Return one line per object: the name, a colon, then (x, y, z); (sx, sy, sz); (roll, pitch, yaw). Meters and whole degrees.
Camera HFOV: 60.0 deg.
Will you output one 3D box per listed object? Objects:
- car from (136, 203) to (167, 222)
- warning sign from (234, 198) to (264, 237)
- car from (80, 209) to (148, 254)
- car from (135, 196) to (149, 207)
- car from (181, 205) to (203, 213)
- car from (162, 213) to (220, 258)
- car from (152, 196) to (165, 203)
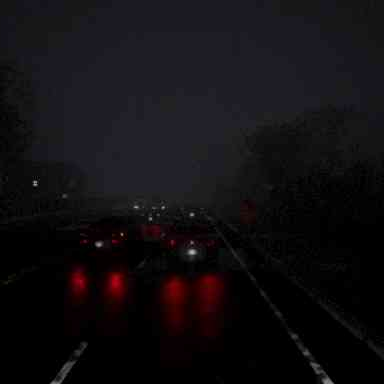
car: (-3.227, 1.844, 28.244); (1.895, 1.301, 4.718); (0, 0, 0)
warning sign: (2.884, 1.264, 16.936); (1.300, 1.860, 1.060); (2, 1, 0)
car: (-3.221, 1.647, 13.914); (1.812, 1.442, 4.674); (0, 0, 0)
car: (-9.752, 1.765, 65.245); (2.150, 2.045, 5.566); (0, 0, 0)
car: (0.027, 1.809, 28.550); (1.994, 1.385, 4.181); (0, 0, 1)
car: (0.022, 1.717, 13.231); (1.895, 1.301, 4.718); (0, 0, 0)
car: (-6.500, 1.765, 65.630); (2.150, 2.045, 5.566); (0, 0, 0)
